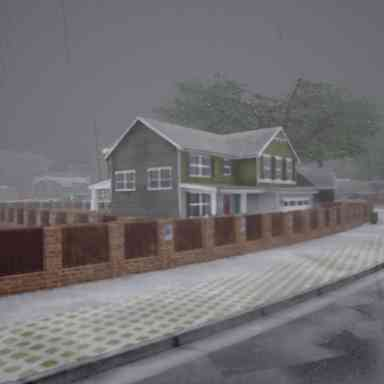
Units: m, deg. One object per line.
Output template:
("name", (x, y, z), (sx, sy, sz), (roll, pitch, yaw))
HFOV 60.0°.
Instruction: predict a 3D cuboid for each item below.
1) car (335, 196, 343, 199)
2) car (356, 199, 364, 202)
("car", (33.712, 1.944, 79.043), (2.150, 2.045, 5.566), (-1, -1, -10))
("car", (34.641, 2.126, 68.975), (1.994, 1.385, 4.181), (-1, -1, -3))
